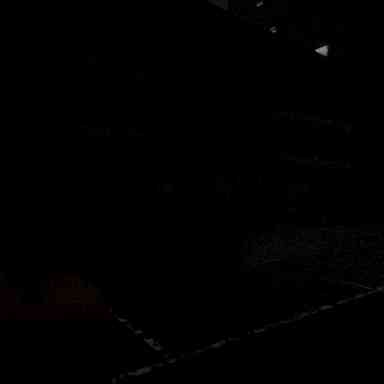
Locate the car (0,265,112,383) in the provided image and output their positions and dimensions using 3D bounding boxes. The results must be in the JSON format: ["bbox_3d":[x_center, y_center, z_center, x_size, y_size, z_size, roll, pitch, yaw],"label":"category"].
[{"bbox_3d":[-3.367,1.525,3.673,4.829,1.417,1.752,0,2,-35],"label":"car"}]
